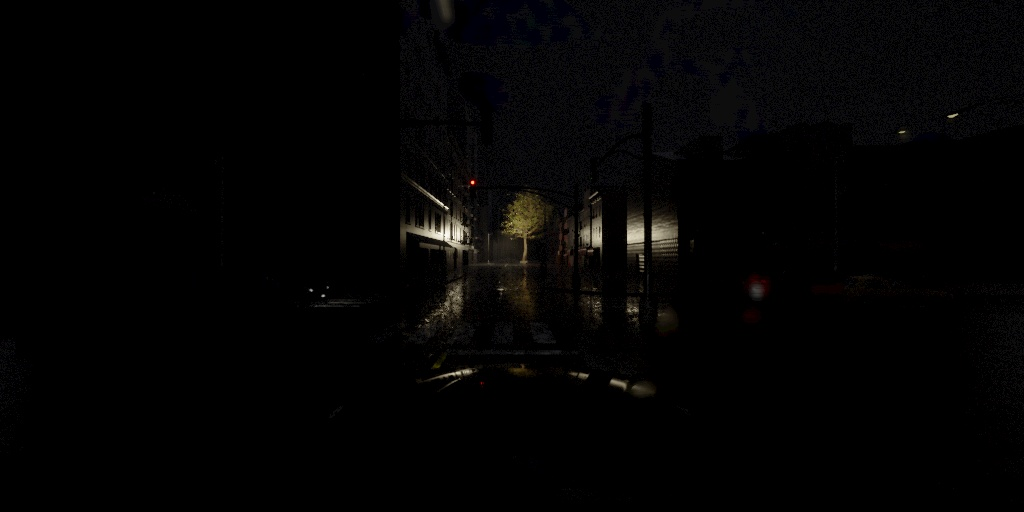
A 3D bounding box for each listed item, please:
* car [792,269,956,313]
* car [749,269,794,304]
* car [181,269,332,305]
[{"bbox_3d":[13.901,1.346,13.713,4.829,1.417,1.751,0,0,0],"label":"car"},{"bbox_3d":[13.499,1.340,16.242,4.892,1.490,1.837,0,0,0],"label":"car"},{"bbox_3d":[-10.436,1.237,14.661,5.357,1.411,2.033,0,0,-2],"label":"car"}]
